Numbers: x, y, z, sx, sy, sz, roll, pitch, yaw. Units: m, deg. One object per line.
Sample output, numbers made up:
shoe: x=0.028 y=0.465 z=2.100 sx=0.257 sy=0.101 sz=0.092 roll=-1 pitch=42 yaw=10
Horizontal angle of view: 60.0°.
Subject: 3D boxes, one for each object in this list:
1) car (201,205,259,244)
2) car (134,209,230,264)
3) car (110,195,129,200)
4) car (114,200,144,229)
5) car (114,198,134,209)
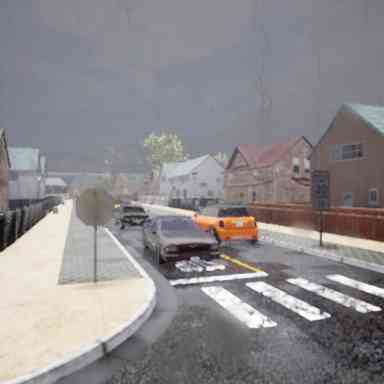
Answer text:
car: x=1.283 y=1.398 z=15.893 sx=2.097 sy=1.767 sz=4.553 roll=0 pitch=0 yaw=-19
car: x=-0.670 y=1.583 z=12.343 sx=2.033 sy=1.411 sz=5.357 roll=0 pitch=0 yaw=-17
car: x=-7.291 y=1.402 z=31.428 sx=2.097 sy=1.767 sz=4.553 roll=0 pitch=0 yaw=-19
car: x=-3.978 y=1.549 z=21.972 sx=1.837 sy=1.490 sz=4.892 roll=0 pitch=0 yaw=-19
car: x=-9.630 y=1.611 z=46.939 sx=2.033 sy=1.411 sz=5.357 roll=0 pitch=0 yaw=-20
